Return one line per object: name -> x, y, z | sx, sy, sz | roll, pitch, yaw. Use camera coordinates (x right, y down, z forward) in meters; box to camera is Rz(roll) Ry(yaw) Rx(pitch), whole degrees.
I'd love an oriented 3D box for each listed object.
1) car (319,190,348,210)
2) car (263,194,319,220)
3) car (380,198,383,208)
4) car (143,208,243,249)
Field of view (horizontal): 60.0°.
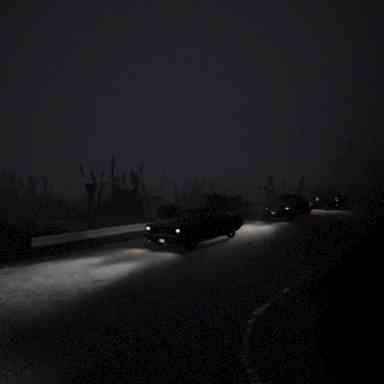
car -> 12.881, 0.655, 30.639 | 2.097, 1.767, 4.553 | 0, 0, 36
car -> 6.362, 0.927, 21.969 | 2.128, 1.511, 4.902 | 0, 2, 37
car -> 22.794, 1.154, 38.072 | 2.033, 1.411, 5.357 | 0, -3, 35
car -> 0.204, 1.379, 13.763 | 1.895, 1.301, 4.718 | 0, 2, 37
